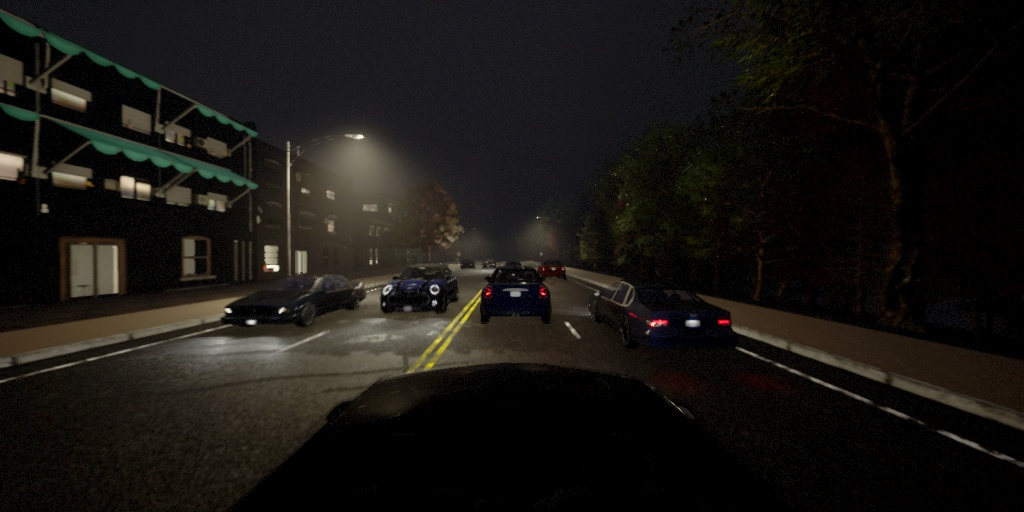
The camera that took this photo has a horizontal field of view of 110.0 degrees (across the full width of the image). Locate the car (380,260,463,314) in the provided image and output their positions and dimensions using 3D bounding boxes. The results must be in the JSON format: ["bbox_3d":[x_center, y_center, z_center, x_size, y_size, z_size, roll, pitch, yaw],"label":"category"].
[{"bbox_3d":[-3.346,1.100,13.763,2.097,1.767,4.553,0,0,0],"label":"car"}]

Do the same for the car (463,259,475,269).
[{"bbox_3d":[-6.695,1.219,54.859,1.882,1.535,5.008,0,0,0],"label":"car"}]

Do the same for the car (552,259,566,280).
[{"bbox_3d":[3.358,1.096,31.085,2.097,1.767,4.553,0,0,0],"label":"car"}]

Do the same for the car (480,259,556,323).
[{"bbox_3d":[0.103,1.100,12.314,2.097,1.767,4.553,0,0,0],"label":"car"}]

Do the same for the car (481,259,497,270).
[{"bbox_3d":[-3.447,1.232,54.182,2.128,1.511,4.902,0,0,-1],"label":"car"}]

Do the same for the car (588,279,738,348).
[{"bbox_3d":[3.354,1.296,9.162,2.033,1.411,5.357,0,0,0],"label":"car"}]

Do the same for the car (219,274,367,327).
[{"bbox_3d":[-6.597,1.296,11.735,2.033,1.411,5.357,0,0,0],"label":"car"}]
